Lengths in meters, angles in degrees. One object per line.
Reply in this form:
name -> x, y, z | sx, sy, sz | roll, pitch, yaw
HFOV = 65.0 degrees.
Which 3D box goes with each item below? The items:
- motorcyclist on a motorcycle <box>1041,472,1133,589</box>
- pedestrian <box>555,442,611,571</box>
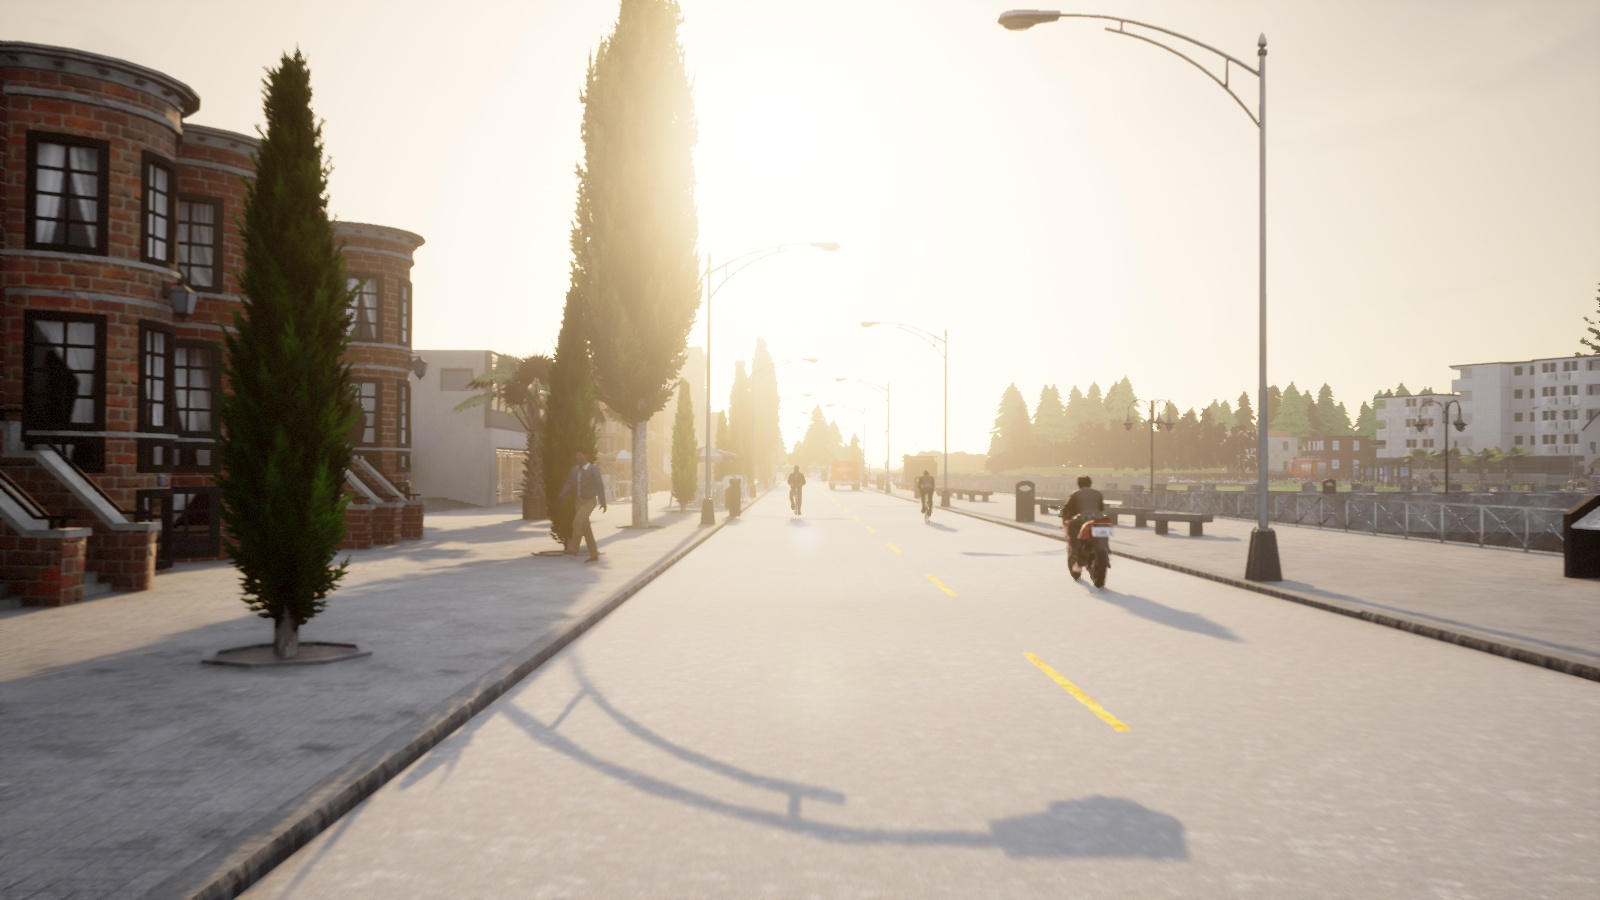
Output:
motorcyclist on a motorcycle -> 3.953, 1.073, 17.461 | 0.797, 1.523, 2.044 | 0, -1, 0
pedestrian -> -3.352, 0.863, 19.423 | 0.423, 1.949, 0.788 | -1, -1, 34
